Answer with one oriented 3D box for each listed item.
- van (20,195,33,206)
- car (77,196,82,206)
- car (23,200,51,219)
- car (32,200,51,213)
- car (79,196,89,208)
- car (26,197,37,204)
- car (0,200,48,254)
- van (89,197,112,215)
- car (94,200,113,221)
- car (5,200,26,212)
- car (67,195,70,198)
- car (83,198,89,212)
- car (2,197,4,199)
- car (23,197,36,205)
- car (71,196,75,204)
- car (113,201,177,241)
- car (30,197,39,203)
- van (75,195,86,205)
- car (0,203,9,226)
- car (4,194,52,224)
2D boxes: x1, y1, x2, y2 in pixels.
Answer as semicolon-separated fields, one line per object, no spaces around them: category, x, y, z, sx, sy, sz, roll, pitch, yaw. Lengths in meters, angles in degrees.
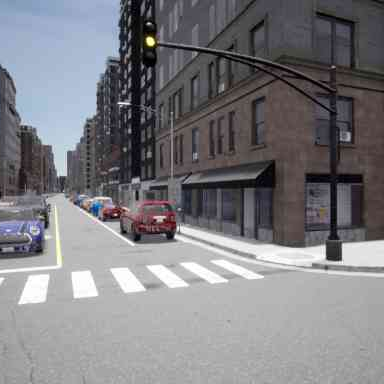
van;-27.513;1.430;55.512;1.690;1.788;3.998;0;0;-22
car;-15.306;1.661;48.303;1.802;1.307;4.206;0;0;-22
car;-14.511;1.555;31.412;2.128;1.511;4.902;0;0;-22
car;-17.834;1.674;39.580;1.895;1.301;4.718;0;0;-22
car;-13.209;1.600;43.232;1.752;1.417;4.829;0;0;-22
car;-31.837;1.683;65.962;1.802;1.307;4.206;0;0;-22
car;-7.129;1.391;13.446;2.097;1.767;4.553;0;0;-22
van;-8.820;1.403;32.621;1.690;1.788;3.998;0;0;-22
car;-6.658;1.600;27.393;1.887;1.381;4.507;0;0;-22
car;-21.030;1.656;39.834;1.802;1.307;4.206;0;0;-22
car;-28.278;1.575;79.660;1.967;1.590;4.097;0;0;-22
car;-10.982;1.650;37.847;1.802;1.307;4.206;0;0;-22
car;-18.868;1.383;34.609;2.192;1.841;5.009;0;0;-22
car;-29.675;1.638;60.737;1.887;1.381;4.507;0;0;-22
car;-19.629;1.404;58.757;2.192;1.841;5.009;0;0;-22
car;-2.334;1.356;16.940;2.192;1.841;5.009;0;0;-22
car;-36.159;1.717;76.409;1.802;1.307;4.206;0;0;-22
van;-17.467;1.425;53.529;1.690;1.788;3.998;0;0;-22
car;-14.481;1.581;24.000;1.752;1.417;4.829;0;0;-22
car;-10.785;1.273;22.269;2.150;2.045;5.566;0;0;-22
